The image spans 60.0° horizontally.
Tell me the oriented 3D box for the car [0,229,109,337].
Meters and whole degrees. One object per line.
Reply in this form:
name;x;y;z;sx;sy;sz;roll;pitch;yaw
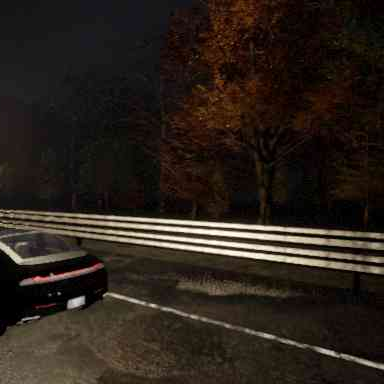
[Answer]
car;-3.754;1.495;6.560;4.902;1.511;2.128;0;0;36
